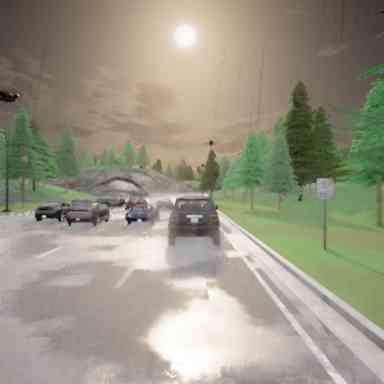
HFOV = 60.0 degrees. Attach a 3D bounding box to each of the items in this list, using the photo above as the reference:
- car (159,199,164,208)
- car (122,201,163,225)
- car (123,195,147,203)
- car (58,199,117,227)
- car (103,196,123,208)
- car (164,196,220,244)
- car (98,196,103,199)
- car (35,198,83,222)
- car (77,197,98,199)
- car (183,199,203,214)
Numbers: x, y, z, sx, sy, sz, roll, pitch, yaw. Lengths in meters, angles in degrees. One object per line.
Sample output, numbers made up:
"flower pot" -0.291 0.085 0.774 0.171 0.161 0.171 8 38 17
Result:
"car" -3.409 1.519 42.711 1.895 1.301 4.718 0 0 0
"car" -3.405 1.555 23.789 1.895 1.301 4.718 0 0 0
"car" -6.908 1.271 42.071 2.097 1.767 4.553 0 0 0
"car" -6.904 1.449 22.554 2.128 1.511 4.902 0 0 0
"car" -10.410 1.403 46.405 2.128 1.511 4.902 0 0 0
"car" 0.097 1.192 15.643 2.150 2.045 5.566 0 0 0
"car" -14.009 1.391 53.040 2.128 1.511 4.902 0 0 0
"car" -10.406 1.456 25.811 1.837 1.490 4.892 0 0 0
"car" -14.009 1.410 42.242 2.128 1.511 4.902 0 0 0
"car" 0.093 1.478 36.418 2.033 1.411 5.357 0 0 0
